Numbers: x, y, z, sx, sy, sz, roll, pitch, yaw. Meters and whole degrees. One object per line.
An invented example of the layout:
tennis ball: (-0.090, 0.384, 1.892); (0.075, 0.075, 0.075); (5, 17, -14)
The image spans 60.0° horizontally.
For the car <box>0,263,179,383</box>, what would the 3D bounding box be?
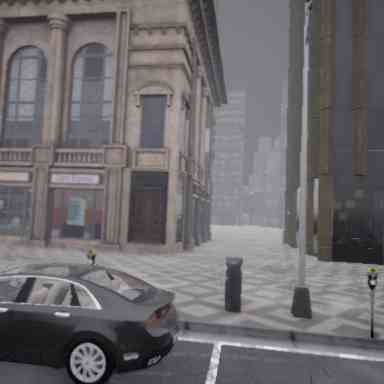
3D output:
car: (-2.409, 1.804, 5.196); (4.403, 1.369, 2.008); (2, -4, 9)
